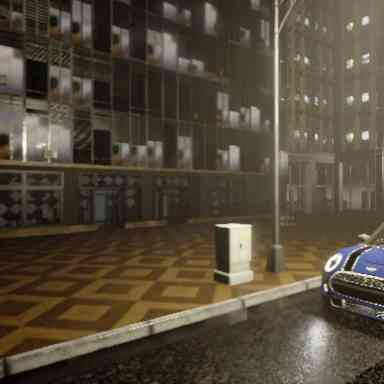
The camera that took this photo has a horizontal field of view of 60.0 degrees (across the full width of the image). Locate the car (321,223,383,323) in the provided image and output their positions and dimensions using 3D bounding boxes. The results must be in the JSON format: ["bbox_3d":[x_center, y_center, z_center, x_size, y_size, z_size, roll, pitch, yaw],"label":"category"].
[{"bbox_3d":[4.629,1.308,6.659,4.553,1.767,2.097,0,0,-35],"label":"car"}]
